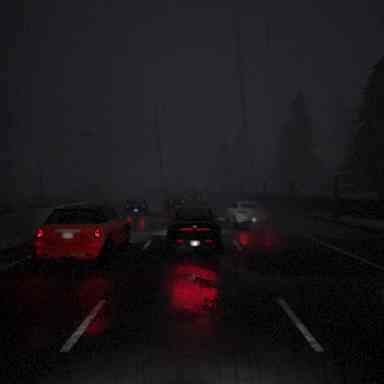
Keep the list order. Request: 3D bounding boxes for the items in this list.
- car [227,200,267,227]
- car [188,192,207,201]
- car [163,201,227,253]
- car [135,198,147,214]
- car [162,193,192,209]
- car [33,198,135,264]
[{"bbox_3d":[3.188,1.223,19.981,1.812,1.442,4.674,0,1,-3],"label":"car"},{"bbox_3d":[0.213,0.768,38.583,2.097,1.767,4.553,0,1,-14],"label":"car"},{"bbox_3d":[0.041,1.310,12.801,1.837,1.490,4.892,0,1,-1],"label":"car"},{"bbox_3d":[-4.885,1.161,29.080,1.895,1.301,4.718,0,1,-9],"label":"car"},{"bbox_3d":[-1.678,1.025,30.814,2.128,1.511,4.902,0,1,-9],"label":"car"},{"bbox_3d":[-3.435,1.181,11.235,2.097,1.767,4.553,0,1,-1],"label":"car"}]
